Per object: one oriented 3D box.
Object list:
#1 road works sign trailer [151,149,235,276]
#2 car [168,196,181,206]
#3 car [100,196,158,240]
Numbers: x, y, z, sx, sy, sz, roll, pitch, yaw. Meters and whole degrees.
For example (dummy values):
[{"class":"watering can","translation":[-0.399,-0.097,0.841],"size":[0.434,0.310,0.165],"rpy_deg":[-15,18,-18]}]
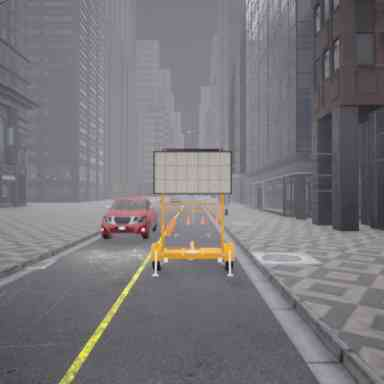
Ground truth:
[{"class":"road works sign trailer","translation":[0.022,0.471,10.307],"size":[2.380,3.560,2.880],"rpy_deg":[0,0,0]},{"class":"car","translation":[-3.016,1.472,58.584],"size":[2.097,1.767,4.553],"rpy_deg":[0,0,0]},{"class":"car","translation":[-3.082,1.238,17.406],"size":[2.150,2.045,5.566],"rpy_deg":[0,0,0]}]
